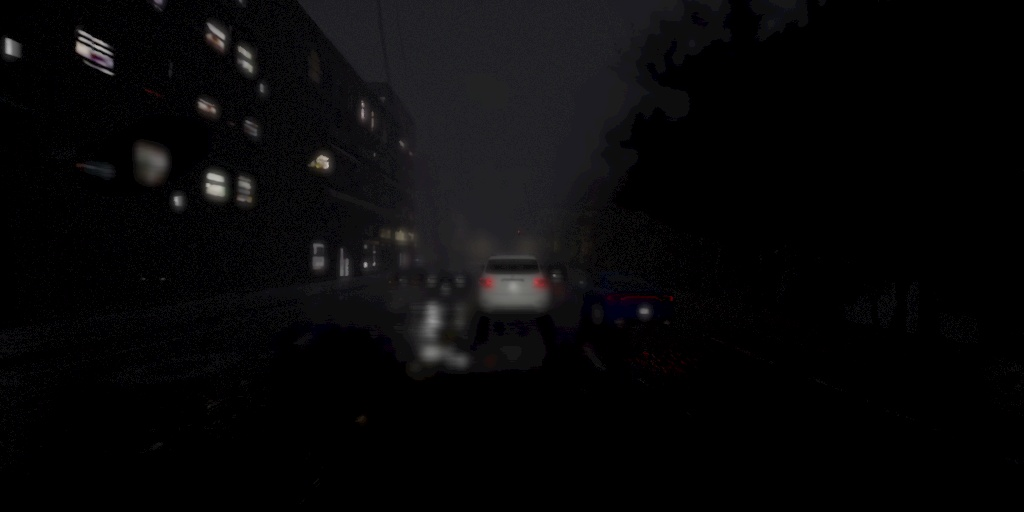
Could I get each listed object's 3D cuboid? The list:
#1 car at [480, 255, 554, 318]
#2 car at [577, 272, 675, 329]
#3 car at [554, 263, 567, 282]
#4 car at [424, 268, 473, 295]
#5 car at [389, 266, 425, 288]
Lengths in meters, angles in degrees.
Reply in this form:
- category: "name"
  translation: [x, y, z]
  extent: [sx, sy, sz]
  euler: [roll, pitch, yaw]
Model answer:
- category: "car"
  translation: [0.086, 0.980, 13.121]
  extent: [2.150, 2.045, 5.566]
  euler: [0, 0, 0]
- category: "car"
  translation: [3.328, 1.235, 11.382]
  extent: [1.882, 1.535, 5.008]
  euler: [0, 0, 0]
- category: "car"
  translation: [3.340, 1.279, 29.308]
  extent: [1.837, 1.490, 4.892]
  euler: [0, 0, 0]
- category: "car"
  translation: [-3.346, 1.366, 20.292]
  extent: [1.895, 1.301, 4.718]
  euler: [0, 0, 0]
- category: "car"
  translation: [-6.597, 1.333, 23.839]
  extent: [1.994, 1.385, 4.181]
  euler: [0, 0, 0]
